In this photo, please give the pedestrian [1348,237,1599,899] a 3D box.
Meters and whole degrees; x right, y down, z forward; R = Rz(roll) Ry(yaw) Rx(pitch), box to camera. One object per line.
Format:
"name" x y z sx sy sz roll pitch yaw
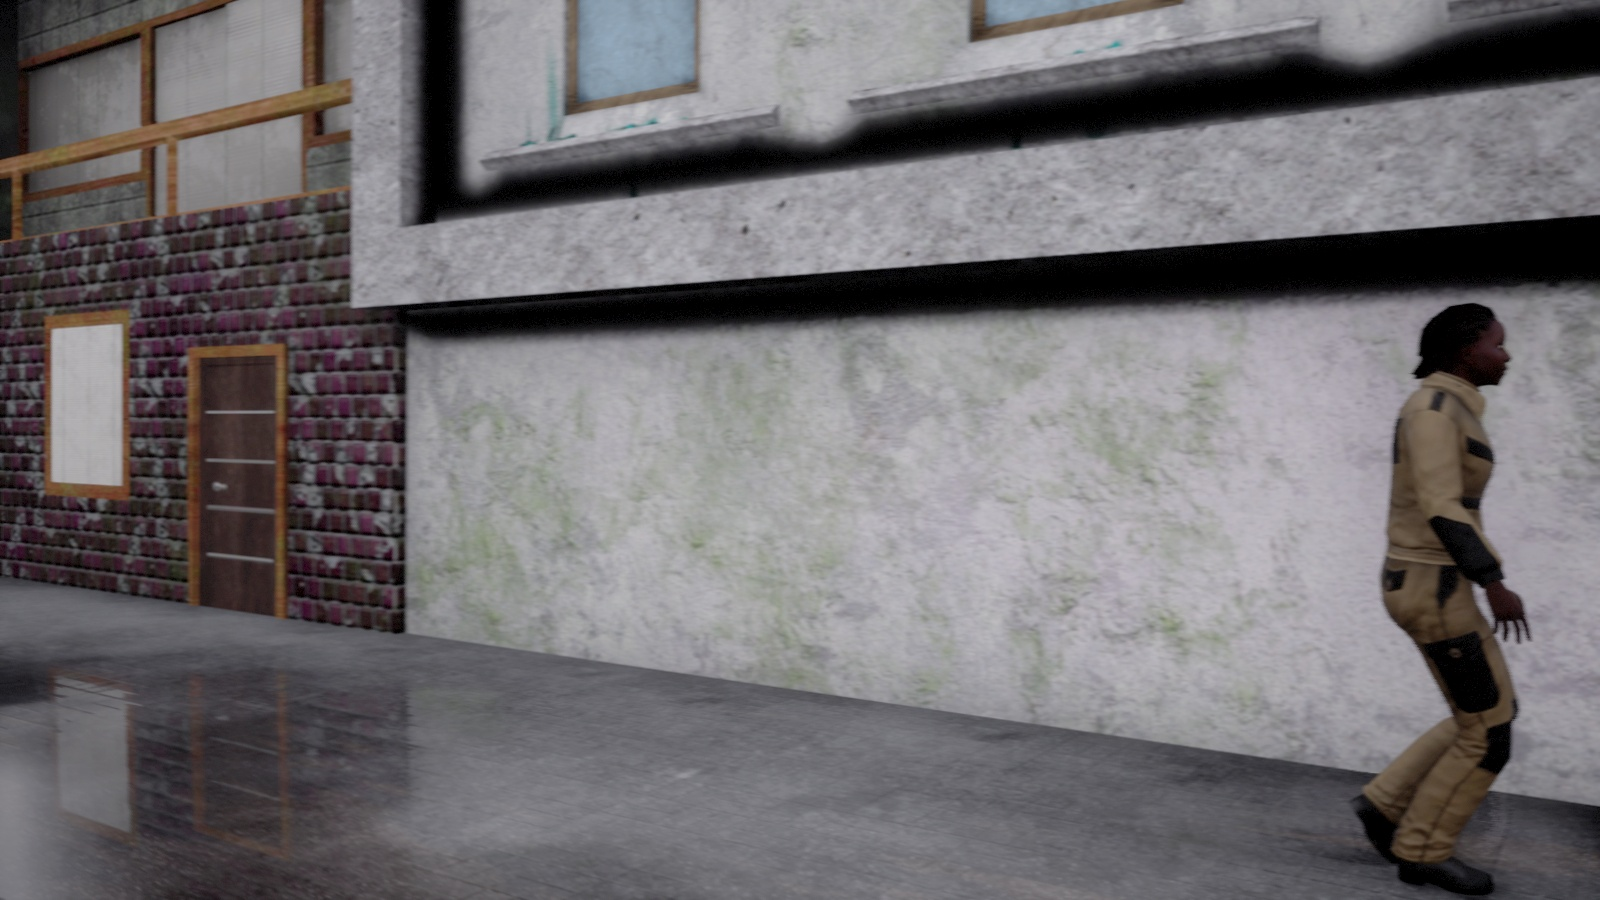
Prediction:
"pedestrian" 2.038 0.371 3.793 0.692 1.930 0.396 0 1 23
